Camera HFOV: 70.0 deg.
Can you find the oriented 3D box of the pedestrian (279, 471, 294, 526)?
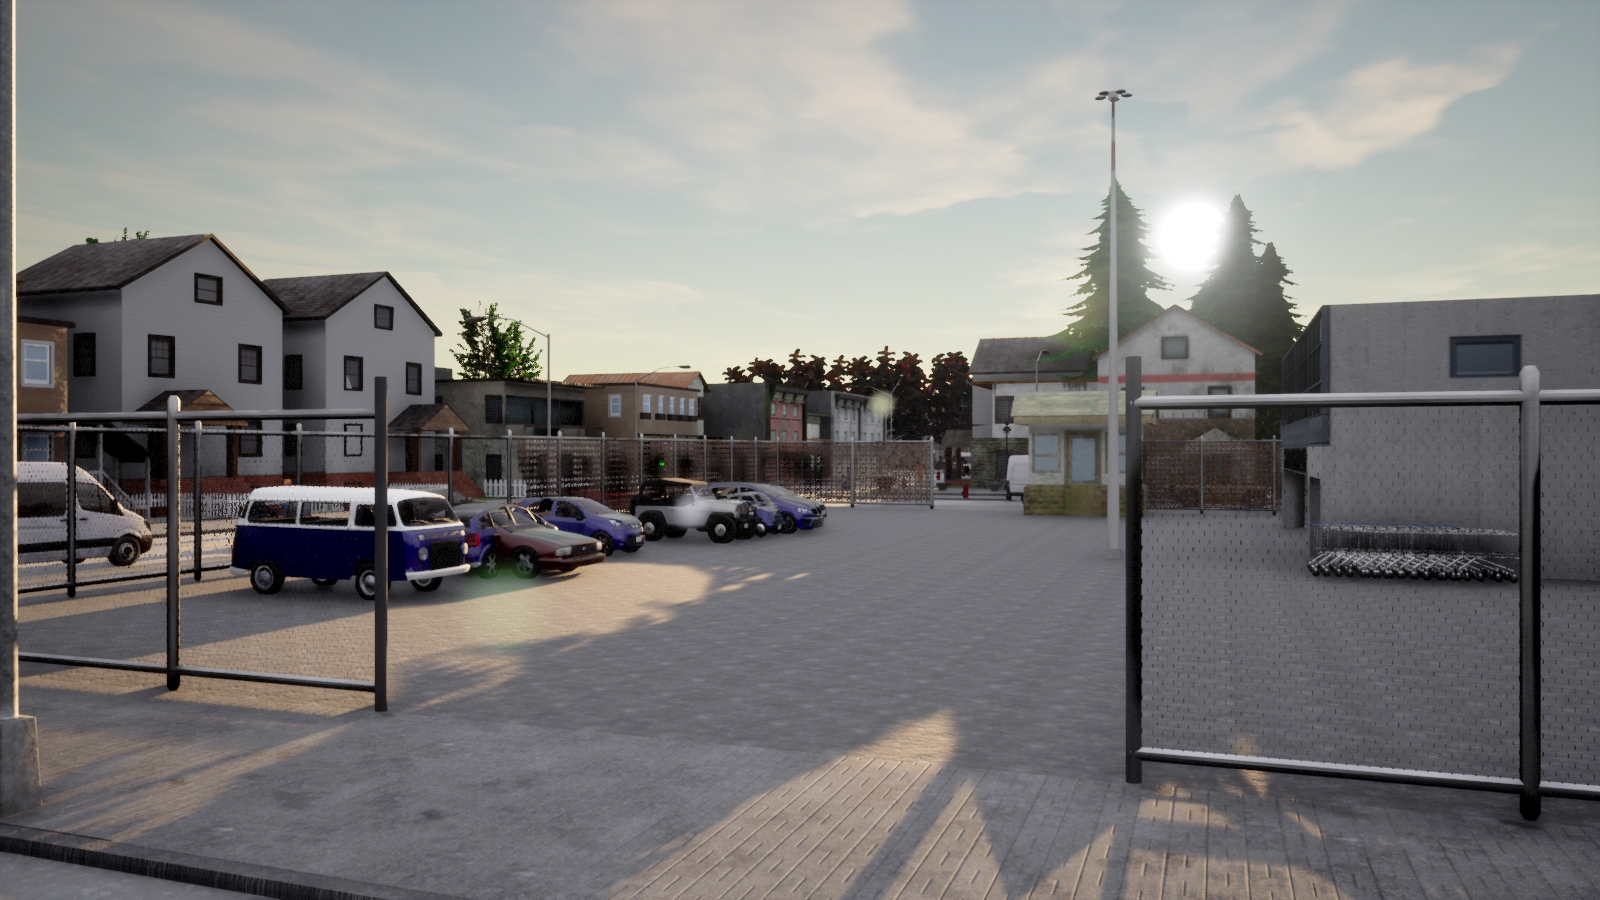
[{"bbox_3d":[-17.375,1.633,38.642,0.375,1.860,0.375,0,0,-41],"label":"pedestrian"}]

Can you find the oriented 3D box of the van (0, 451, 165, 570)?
[{"bbox_3d":[-17.851,1.319,26.190,1.988,2.561,5.915,0,0,20],"label":"van"}]

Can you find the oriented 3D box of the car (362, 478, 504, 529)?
[{"bbox_3d":[-12.778,1.818,40.160,2.097,1.535,5.006,0,0,20],"label":"car"}]
